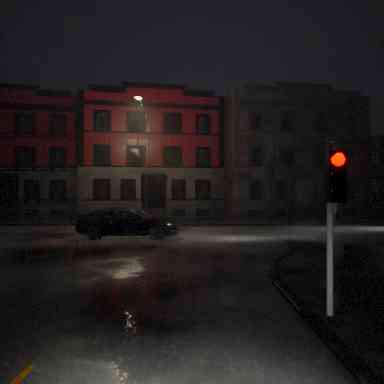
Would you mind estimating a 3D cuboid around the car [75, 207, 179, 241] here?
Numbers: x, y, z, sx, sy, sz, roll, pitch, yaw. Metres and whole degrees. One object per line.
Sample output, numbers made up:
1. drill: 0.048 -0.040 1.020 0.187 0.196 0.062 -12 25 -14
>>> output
1. car: -3.104 1.491 16.052 4.902 1.511 2.128 0 0 0
